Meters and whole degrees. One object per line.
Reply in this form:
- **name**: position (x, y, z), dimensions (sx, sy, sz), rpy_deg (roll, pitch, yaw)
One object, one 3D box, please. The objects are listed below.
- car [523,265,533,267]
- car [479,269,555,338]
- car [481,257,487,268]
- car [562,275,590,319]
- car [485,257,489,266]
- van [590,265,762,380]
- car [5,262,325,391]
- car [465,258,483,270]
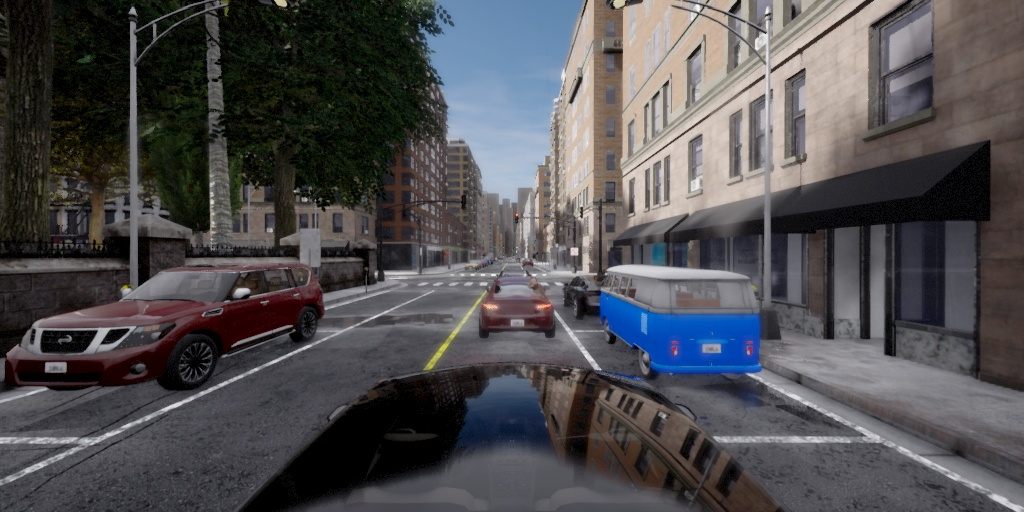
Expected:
- **car**: position (0.112, 1.343, 18.849), dimensions (1.895, 1.301, 4.718), rpy_deg (0, 0, -1)
- **car**: position (0.123, 1.273, 10.027), dimensions (1.812, 1.442, 4.674), rpy_deg (0, 0, 0)
- **car**: position (-5.552, 1.266, 56.104), dimensions (2.007, 1.370, 4.403), rpy_deg (0, 0, 0)
- **car**: position (2.880, 1.312, 12.647), dimensions (1.948, 1.339, 4.313), rpy_deg (0, 0, 0)
- **car**: position (-5.540, 1.260, 61.555), dimensions (1.888, 1.381, 4.507), rpy_deg (0, 0, 0)
- **van**: position (2.867, 1.089, 6.986), dimensions (1.690, 1.789, 3.998), rpy_deg (0, 0, 0)
- **car**: position (-5.657, 1.063, 6.965), dimensions (2.192, 1.841, 5.009), rpy_deg (0, 0, 0)
- **car**: position (-5.564, 1.243, 50.483), dimensions (1.751, 1.417, 4.829), rpy_deg (0, 0, 0)
